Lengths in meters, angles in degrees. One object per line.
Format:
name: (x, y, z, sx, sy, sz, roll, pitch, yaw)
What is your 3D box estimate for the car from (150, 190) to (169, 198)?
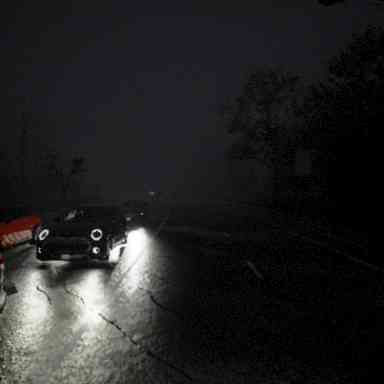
car: (-7.070, 0.542, 71.920, 1.837, 1.490, 4.892, 0, 1, -18)

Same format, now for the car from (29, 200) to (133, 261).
car: (-3.625, 1.246, 11.766, 2.097, 1.767, 4.553, 0, 1, 0)

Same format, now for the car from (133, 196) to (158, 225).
car: (-3.732, 1.270, 21.956, 2.128, 1.511, 4.902, 0, 1, -1)

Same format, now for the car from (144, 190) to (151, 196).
car: (-10.365, 0.300, 81.636, 1.812, 1.442, 4.674, 0, 1, -22)

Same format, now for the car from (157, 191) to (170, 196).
car: (-7.140, 0.354, 83.001, 1.895, 1.301, 4.718, 0, 1, -22)

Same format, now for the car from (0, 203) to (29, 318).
car: (-3.619, 1.201, 2.354, 2.150, 2.045, 5.566, 0, 0, 0)

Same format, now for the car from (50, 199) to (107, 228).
car: (-7.214, 1.272, 21.722, 2.128, 1.511, 4.902, 0, 1, -1)

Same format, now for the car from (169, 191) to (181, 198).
car: (-3.802, 0.528, 73.186, 1.837, 1.490, 4.892, 0, 1, -18)

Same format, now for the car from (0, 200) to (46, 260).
car: (-7.125, 1.248, 11.609, 2.097, 1.767, 4.553, 0, 1, 0)
